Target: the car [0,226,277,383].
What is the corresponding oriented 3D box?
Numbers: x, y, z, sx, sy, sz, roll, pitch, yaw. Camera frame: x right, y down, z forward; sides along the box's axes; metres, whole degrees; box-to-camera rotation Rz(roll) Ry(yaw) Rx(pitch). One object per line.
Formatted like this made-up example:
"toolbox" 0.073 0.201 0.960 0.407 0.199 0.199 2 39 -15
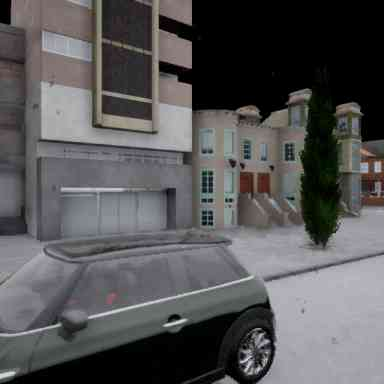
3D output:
"car" -1.177 1.352 3.767 4.553 1.767 2.097 0 0 -36
